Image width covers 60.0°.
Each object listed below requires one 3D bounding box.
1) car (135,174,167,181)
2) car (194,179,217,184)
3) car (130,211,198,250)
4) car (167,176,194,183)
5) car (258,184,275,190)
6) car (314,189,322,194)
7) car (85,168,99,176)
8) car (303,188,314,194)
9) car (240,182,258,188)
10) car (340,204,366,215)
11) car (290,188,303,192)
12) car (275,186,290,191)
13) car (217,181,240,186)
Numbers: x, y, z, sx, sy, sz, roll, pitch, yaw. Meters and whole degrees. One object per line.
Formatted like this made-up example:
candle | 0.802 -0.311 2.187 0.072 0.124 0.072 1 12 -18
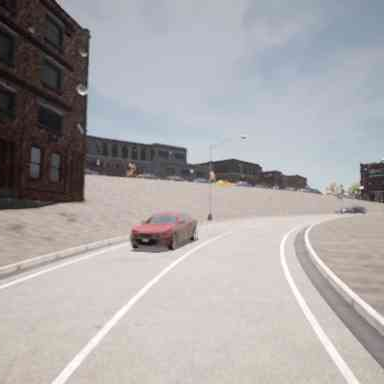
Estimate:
car | -7.338 -2.292 56.738 4.892 1.521 2.231 3 -5 -33
car | 1.868 -1.728 62.856 4.674 1.452 2.002 3 -5 -34
car | -1.136 1.659 15.416 1.882 1.535 5.008 -1 -1 16
car | -2.718 -2.043 59.749 4.892 1.521 2.231 3 -5 -33
car | 15.325 -0.844 72.872 4.792 1.488 2.163 4 -6 -38
car | 32.069 0.215 87.384 5.566 2.045 2.435 5 -7 -42
car | -16.504 -2.888 50.793 4.553 1.767 2.185 3 -5 -33
car | 27.946 -0.034 83.586 4.553 1.767 2.185 5 -6 -42
car | 10.816 -1.311 69.366 4.553 1.767 2.185 4 -6 -36
car | 24.353 2.637 50.337 4.902 1.511 2.128 1 -4 -34
car | 23.735 -0.256 79.844 4.892 1.521 2.231 4 -6 -40
car | 19.605 -0.527 76.342 4.674 1.452 2.002 4 -6 -39
car | 6.386 -1.480 66.067 5.008 1.535 2.097 4 -6 -35
